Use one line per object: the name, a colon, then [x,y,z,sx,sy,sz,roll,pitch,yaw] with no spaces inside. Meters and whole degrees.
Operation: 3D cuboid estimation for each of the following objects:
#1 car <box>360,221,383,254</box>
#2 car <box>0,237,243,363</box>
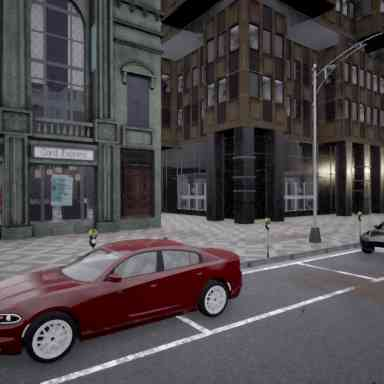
car: [8.059,1.566,12.406,4.313,1.339,1.947,0,0,-36]
car: [-1.116,1.545,5.856,4.507,1.381,1.887,0,0,-36]
